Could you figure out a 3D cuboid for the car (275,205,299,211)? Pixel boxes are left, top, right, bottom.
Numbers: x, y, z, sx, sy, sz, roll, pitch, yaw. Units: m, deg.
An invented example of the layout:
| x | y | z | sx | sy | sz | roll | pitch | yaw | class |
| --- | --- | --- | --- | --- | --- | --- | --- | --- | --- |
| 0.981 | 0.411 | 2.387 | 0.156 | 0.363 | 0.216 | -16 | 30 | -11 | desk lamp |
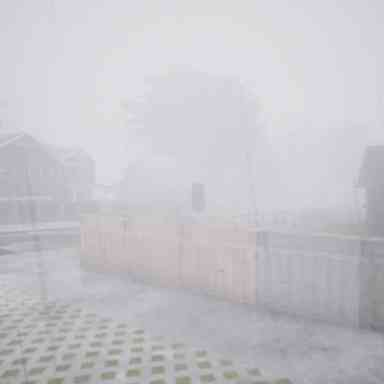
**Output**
| x | y | z | sx | sy | sz | roll | pitch | yaw | class |
| --- | --- | --- | --- | --- | --- | --- | --- | --- | --- |
| 13.609 | 2.554 | 47.237 | 2.033 | 1.411 | 5.357 | 1 | -1 | 36 | car |
